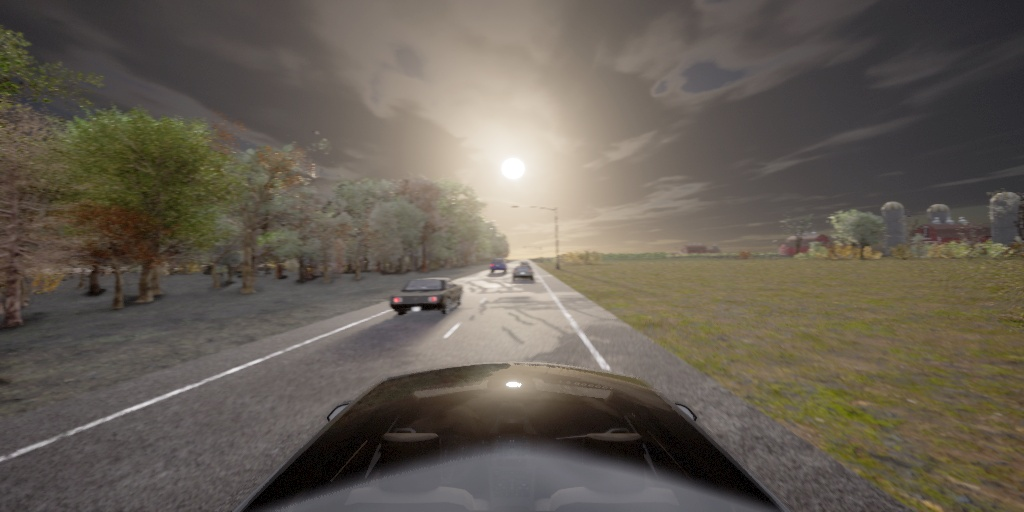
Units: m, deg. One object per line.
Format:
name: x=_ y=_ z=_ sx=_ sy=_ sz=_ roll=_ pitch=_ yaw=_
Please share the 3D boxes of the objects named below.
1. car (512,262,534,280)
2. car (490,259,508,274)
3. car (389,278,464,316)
car: x=1.035 y=1.530 z=34.002 sx=1.994 sy=1.385 sz=4.181 roll=-2 pitch=0 yaw=2
car: x=-1.838 y=1.388 z=50.910 sx=2.150 sy=2.045 sz=5.566 roll=-2 pitch=-1 yaw=2
car: x=-3.201 y=1.538 z=14.492 sx=1.895 sy=1.301 sz=4.718 roll=-2 pitch=0 yaw=2
